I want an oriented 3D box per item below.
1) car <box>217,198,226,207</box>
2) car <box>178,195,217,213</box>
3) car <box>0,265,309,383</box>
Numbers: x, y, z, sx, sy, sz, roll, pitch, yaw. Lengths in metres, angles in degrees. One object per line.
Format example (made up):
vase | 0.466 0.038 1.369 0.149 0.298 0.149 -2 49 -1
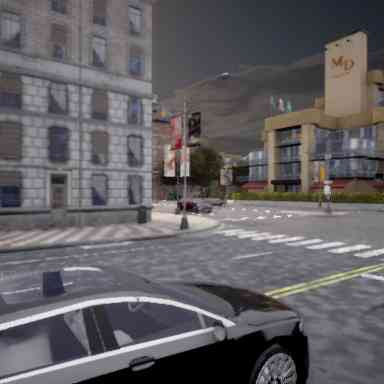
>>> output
car | 3.138 1.609 53.394 2.033 1.411 5.357 0 0 -36
car | 0.314 1.392 37.391 2.097 1.767 4.553 0 0 -36
car | -0.902 1.493 3.126 4.902 1.511 2.128 0 0 -35
